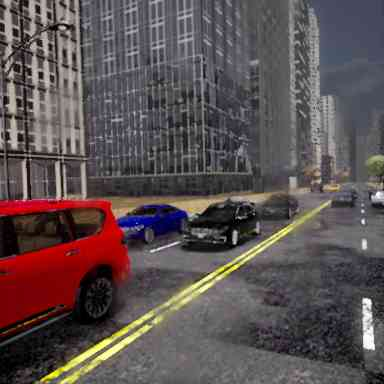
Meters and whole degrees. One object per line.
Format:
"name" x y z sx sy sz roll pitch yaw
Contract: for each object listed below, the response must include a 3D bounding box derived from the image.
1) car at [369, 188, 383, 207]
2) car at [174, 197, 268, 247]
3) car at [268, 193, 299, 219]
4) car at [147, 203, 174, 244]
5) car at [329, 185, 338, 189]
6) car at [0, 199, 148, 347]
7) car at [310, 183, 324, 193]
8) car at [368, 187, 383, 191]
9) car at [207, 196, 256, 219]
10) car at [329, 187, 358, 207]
"car" 16.890 0.601 29.323 1.895 1.301 4.718 -1 1 27
"car" 1.401 1.189 13.505 1.837 1.490 4.892 -1 1 27
"car" 6.021 0.894 22.536 1.837 1.490 4.892 -1 1 27
"car" -1.732 1.259 14.519 1.812 1.442 4.674 -1 1 27
"car" 28.419 -0.598 66.238 1.882 1.535 5.008 -1 1 27
"car" -3.163 1.197 4.574 2.150 2.045 5.566 -1 1 27
"car" 25.505 -0.815 67.684 2.150 2.045 5.566 -1 1 27
"car" 23.425 0.075 42.037 2.128 1.511 4.902 -1 1 28
"car" 2.944 1.035 23.660 1.895 1.301 4.718 -1 1 27
"car" 13.853 0.596 30.317 2.033 1.411 5.357 -1 1 28
